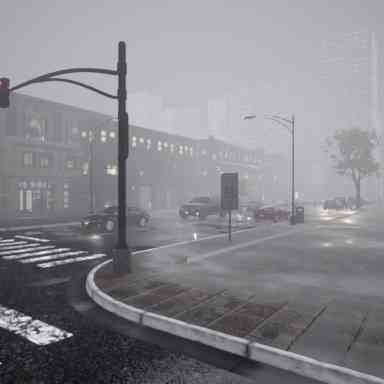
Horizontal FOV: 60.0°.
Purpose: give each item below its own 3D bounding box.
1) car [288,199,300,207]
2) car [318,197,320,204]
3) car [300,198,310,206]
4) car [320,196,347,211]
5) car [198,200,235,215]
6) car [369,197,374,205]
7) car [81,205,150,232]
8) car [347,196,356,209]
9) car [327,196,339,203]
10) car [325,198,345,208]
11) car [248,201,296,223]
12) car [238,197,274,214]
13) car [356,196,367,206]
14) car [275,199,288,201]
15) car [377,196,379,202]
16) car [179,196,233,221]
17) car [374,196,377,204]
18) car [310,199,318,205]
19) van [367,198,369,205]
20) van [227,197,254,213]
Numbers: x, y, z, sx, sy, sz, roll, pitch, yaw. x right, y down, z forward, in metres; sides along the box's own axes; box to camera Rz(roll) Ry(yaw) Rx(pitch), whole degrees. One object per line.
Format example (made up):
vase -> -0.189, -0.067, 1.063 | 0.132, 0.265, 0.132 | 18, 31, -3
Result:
car -> 15.571, 1.819, 54.471 | 2.008, 1.369, 4.403 | 0, -1, 35
car -> 28.298, 1.832, 72.543 | 1.967, 1.590, 4.097 | 0, -1, 35
car -> 18.753, 1.850, 58.989 | 2.008, 1.369, 4.403 | 0, -1, 35
car -> 19.241, 1.678, 45.129 | 1.967, 1.590, 4.097 | 0, -1, 35
car -> 2.746, 1.678, 36.260 | 1.752, 1.417, 4.829 | 0, 0, 35
car -> 35.150, 1.974, 67.717 | 1.802, 1.307, 4.206 | 0, -1, 35
car -> -4.736, 1.581, 21.170 | 1.837, 1.490, 4.892 | 0, 0, 34
car -> 22.423, 1.583, 49.648 | 2.192, 1.841, 5.009 | 0, -1, 35
car -> 34.662, 1.897, 81.579 | 1.967, 1.590, 4.097 | 0, -1, 35
car -> 24.742, 1.858, 57.425 | 2.033, 1.411, 5.357 | 0, 0, 35
car -> 6.558, 1.672, 27.028 | 1.887, 1.381, 4.507 | 0, 0, 35
car -> 7.063, 1.663, 37.862 | 2.128, 1.511, 4.902 | 0, 0, 35
car -> 28.787, 1.644, 58.685 | 2.192, 1.841, 5.009 | 0, -1, 35
car -> 12.292, 1.763, 49.814 | 1.752, 1.417, 4.829 | 0, -1, 35
car -> 41.514, 2.039, 76.754 | 1.802, 1.307, 4.206 | 0, -1, 35
car -> 1.151, 1.343, 29.488 | 2.150, 2.045, 5.566 | 0, 0, 35
car -> 38.430, 1.950, 72.375 | 1.752, 1.417, 4.829 | 0, -1, 35
car -> 21.935, 1.880, 63.508 | 2.008, 1.369, 4.403 | 0, -1, 35
van -> 31.969, 1.701, 63.202 | 1.690, 1.788, 3.998 | 0, -1, 35
van -> 6.026, 1.522, 40.918 | 1.690, 1.788, 3.998 | 0, 0, 35
